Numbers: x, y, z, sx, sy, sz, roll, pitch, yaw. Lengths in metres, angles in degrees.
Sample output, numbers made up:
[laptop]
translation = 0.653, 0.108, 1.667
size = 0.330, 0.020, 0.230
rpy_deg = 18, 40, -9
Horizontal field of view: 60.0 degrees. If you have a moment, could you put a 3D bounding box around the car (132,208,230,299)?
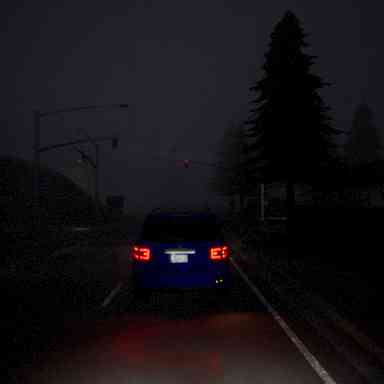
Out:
[car]
translation = -0.240, 1.439, 9.239
size = 2.150, 2.045, 5.566
rpy_deg = 0, -1, 0
